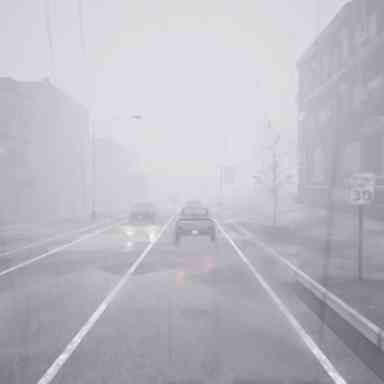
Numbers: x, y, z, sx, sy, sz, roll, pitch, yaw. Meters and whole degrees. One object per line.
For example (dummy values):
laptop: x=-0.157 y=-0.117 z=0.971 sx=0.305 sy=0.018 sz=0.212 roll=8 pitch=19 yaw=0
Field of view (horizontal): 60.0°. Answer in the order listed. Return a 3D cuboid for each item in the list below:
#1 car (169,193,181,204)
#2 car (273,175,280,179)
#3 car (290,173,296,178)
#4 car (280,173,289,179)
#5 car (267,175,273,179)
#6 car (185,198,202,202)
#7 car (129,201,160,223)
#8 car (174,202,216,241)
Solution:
car: x=-3.379 y=1.217 z=65.918 sx=2.150 sy=2.045 sz=5.566 roll=0 pitch=0 yaw=0
car: x=22.609 y=-3.770 z=83.268 sx=2.097 sy=1.535 sz=5.008 roll=0 pitch=1 yaw=-4
car: x=23.675 y=-3.532 z=72.069 sx=2.163 sy=1.488 sz=4.792 roll=0 pitch=1 yaw=-6
car: x=23.066 y=-3.793 z=77.761 sx=2.185 sy=1.767 sz=4.553 roll=0 pitch=1 yaw=-5
car: x=22.267 y=-3.832 z=88.806 sx=2.002 sy=1.452 sz=4.674 roll=0 pitch=1 yaw=-2
car: x=0.174 y=1.476 z=40.004 sx=2.128 sy=1.511 sz=4.902 roll=0 pitch=0 yaw=0
car: x=-3.551 y=1.465 z=25.375 sx=1.882 sy=1.535 sz=5.008 roll=0 pitch=0 yaw=0
car: x=0.131 y=1.485 z=16.508 sx=2.128 sy=1.511 sz=4.902 roll=0 pitch=0 yaw=0
